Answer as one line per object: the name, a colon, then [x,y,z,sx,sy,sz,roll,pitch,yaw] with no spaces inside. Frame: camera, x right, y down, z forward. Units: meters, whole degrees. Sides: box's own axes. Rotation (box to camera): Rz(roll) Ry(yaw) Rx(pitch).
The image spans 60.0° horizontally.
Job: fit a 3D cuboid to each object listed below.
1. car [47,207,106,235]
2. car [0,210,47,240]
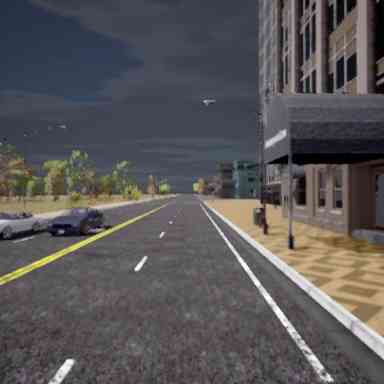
car: [-6.518,1.608,19.350,2.033,1.411,5.357,0,0,1]
car: [-9.785,1.656,17.591,1.895,1.301,4.718,0,0,1]
